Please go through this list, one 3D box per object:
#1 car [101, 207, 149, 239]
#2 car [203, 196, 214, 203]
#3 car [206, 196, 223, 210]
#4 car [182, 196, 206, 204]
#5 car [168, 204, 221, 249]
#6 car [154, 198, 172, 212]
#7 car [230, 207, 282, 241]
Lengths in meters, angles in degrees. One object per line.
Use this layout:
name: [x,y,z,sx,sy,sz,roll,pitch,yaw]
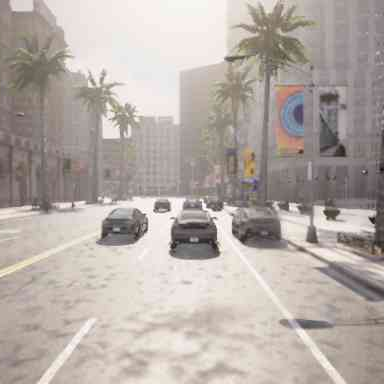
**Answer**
car: [-3.405,1.524,17.369,1.812,1.442,4.674,0,0,0]
car: [3.336,1.498,67.851,2.161,1.482,4.786,0,0,0]
car: [3.051,1.343,45.921,2.185,1.767,4.553,0,0,0]
car: [0.064,1.345,34.682,2.097,1.767,4.553,0,0,0]
car: [0.082,1.502,14.608,1.837,1.490,4.892,0,0,0]
car: [-3.440,1.498,39.473,1.837,1.490,4.892,0,0,0]
car: [3.070,1.476,16.546,2.231,1.521,4.892,0,0,0]
